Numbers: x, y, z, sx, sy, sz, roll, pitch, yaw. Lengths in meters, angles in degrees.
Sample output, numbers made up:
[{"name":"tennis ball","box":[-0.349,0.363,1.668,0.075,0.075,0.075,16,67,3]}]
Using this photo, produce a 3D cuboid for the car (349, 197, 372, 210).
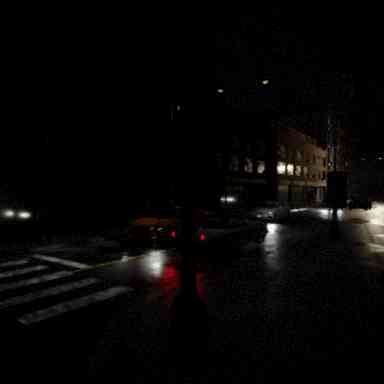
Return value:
[{"name":"car","box":[19.823,1.301,39.056,2.128,1.511,4.902,1,1,35]}]

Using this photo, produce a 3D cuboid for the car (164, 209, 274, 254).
[{"name":"car","box":[1.280,1.548,13.349,1.895,1.301,4.718,1,1,39]}]

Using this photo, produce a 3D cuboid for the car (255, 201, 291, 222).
[{"name":"car","box":[5.999,1.393,25.047,1.812,1.442,4.674,1,1,35]}]

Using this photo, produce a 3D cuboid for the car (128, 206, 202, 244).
[{"name":"car","box":[-0.790,1.385,15.489,1.882,1.535,5.008,1,1,35]}]

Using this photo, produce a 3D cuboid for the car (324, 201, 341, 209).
[{"name":"car","box":[18.158,1.359,42.093,1.895,1.301,4.718,1,1,36]}]
